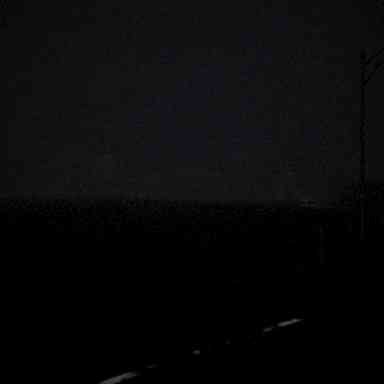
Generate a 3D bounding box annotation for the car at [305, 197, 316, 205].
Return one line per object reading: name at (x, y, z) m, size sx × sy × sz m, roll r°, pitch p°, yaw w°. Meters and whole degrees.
car at (22.871, 1.662, 64.498) m, size 1.882 × 1.535 × 5.008 m, roll 0°, pitch 0°, yaw 17°
